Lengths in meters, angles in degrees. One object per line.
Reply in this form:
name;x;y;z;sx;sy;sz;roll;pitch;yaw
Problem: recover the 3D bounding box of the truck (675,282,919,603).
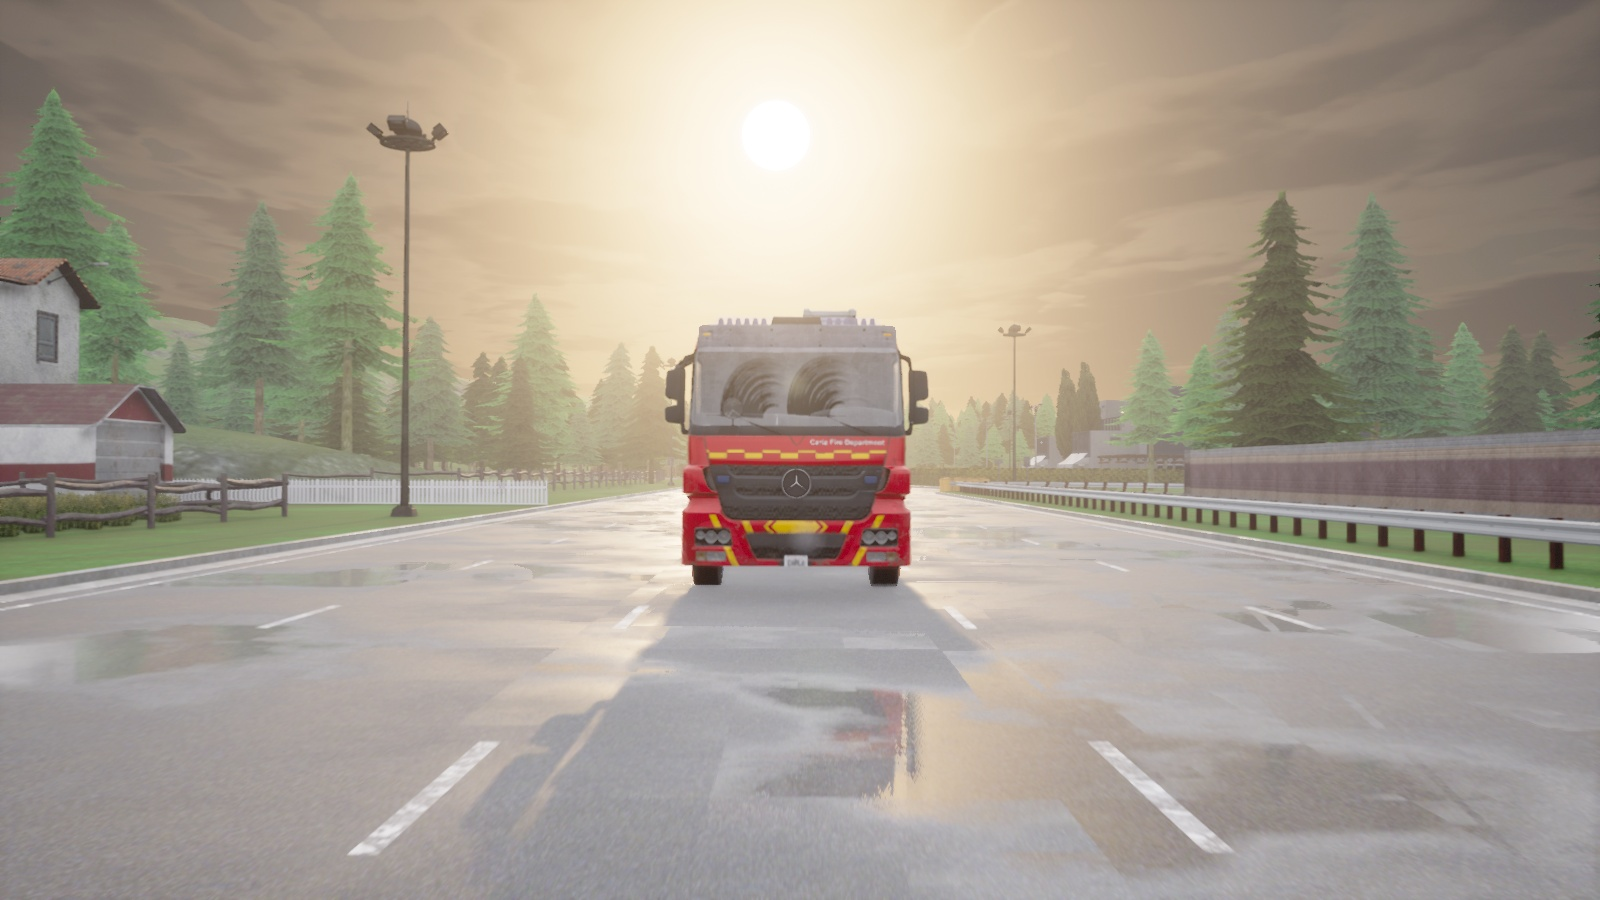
truck;-0.049;-0.029;19.237;2.891;3.827;8.468;0;-1;0
